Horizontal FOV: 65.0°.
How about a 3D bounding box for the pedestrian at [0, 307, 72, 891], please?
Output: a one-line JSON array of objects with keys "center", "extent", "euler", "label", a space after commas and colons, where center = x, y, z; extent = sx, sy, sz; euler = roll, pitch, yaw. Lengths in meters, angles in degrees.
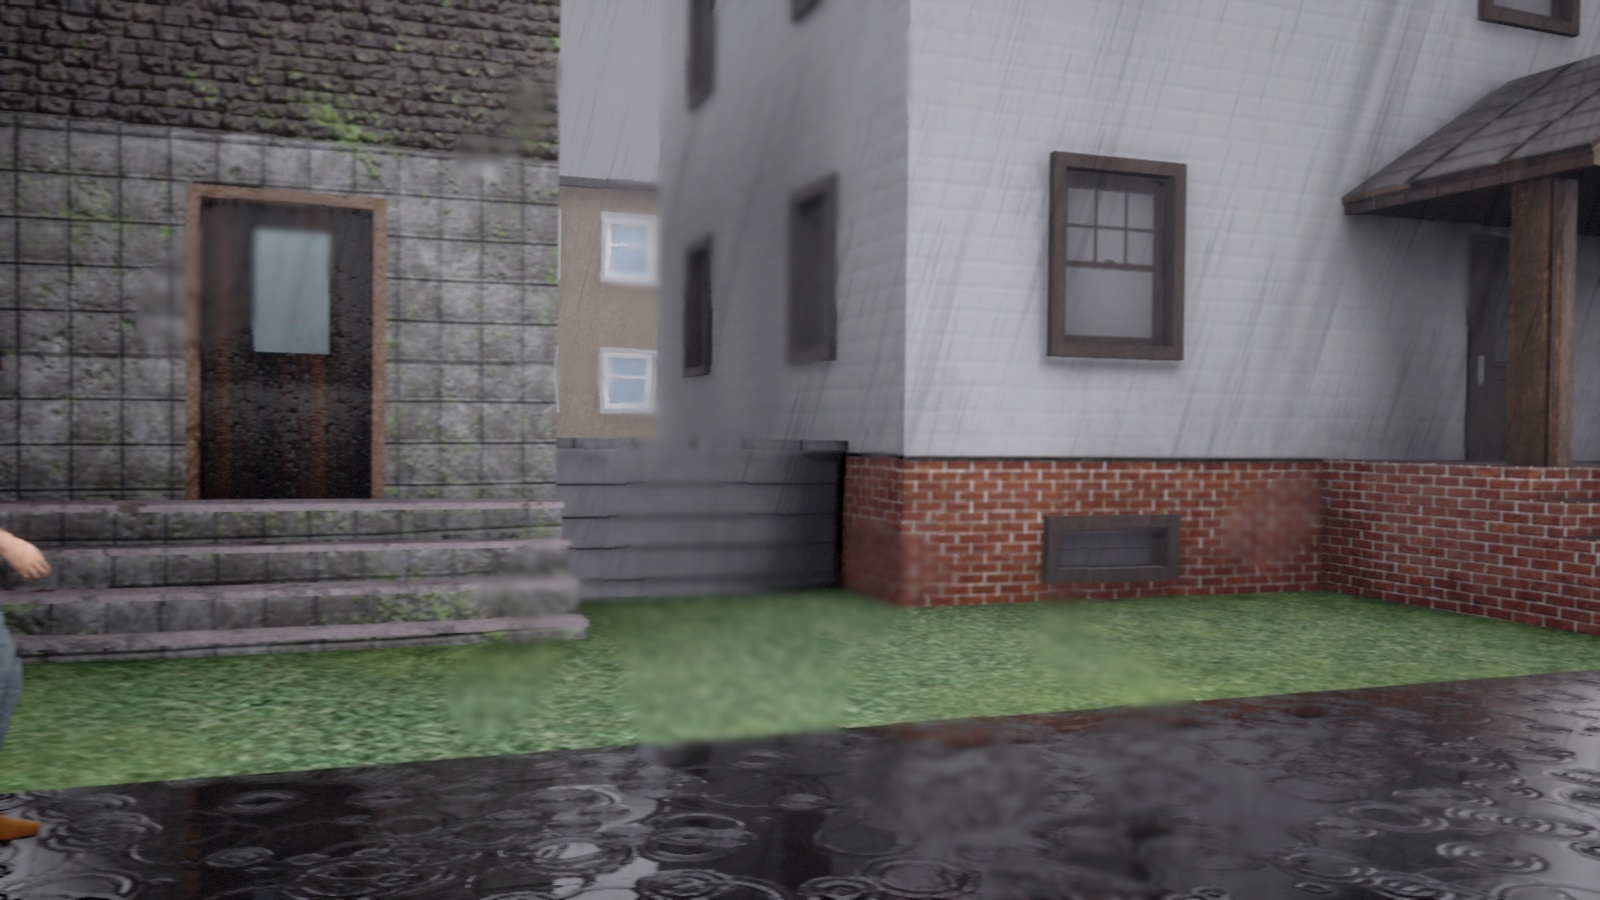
[{"center": [-2.732, 0.470, 4.048], "extent": [0.594, 1.836, 0.345], "euler": [-1, 1, -21], "label": "pedestrian"}]
